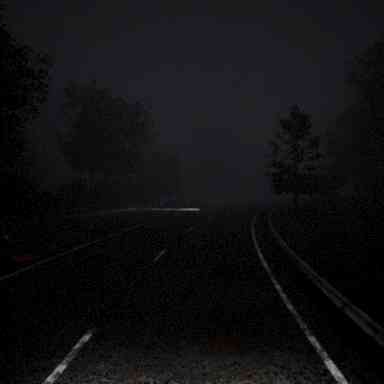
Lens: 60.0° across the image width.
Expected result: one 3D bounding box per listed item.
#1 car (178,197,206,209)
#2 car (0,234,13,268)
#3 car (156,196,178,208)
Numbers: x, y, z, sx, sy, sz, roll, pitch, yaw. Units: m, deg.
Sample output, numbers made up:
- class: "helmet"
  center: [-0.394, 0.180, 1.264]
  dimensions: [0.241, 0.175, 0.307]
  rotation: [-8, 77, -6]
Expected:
- class: "car"
  center: [0.264, 1.264, 40.561]
  dimensions: [1.994, 1.385, 4.181]
  rotation: [-1, 0, 20]
- class: "car"
  center: [-6.631, 1.555, 8.564]
  dimensions: [1.994, 1.385, 4.181]
  rotation: [0, 0, 5]
- class: "car"
  center: [-2.866, 1.242, 42.216]
  dimensions: [1.837, 1.490, 4.892]
  rotation: [-1, 0, 20]
